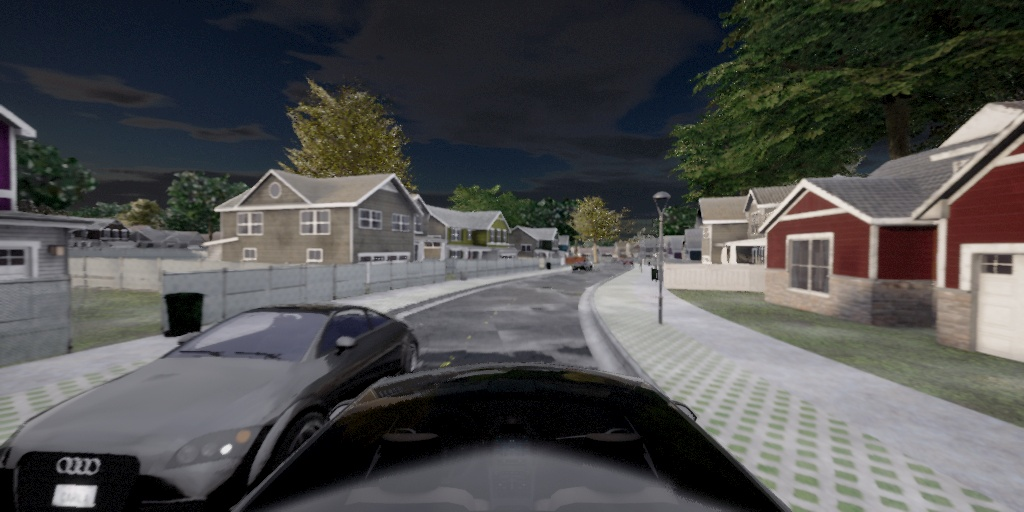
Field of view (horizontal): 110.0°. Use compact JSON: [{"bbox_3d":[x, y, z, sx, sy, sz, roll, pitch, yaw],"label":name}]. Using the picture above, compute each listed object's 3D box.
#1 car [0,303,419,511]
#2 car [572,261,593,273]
[{"bbox_3d":[-2.576,1.286,4.193,1.994,1.385,4.181,0,0,3],"label":"car"},{"bbox_3d":[8.621,1.316,43.757,1.895,1.301,4.718,1,0,22],"label":"car"}]
